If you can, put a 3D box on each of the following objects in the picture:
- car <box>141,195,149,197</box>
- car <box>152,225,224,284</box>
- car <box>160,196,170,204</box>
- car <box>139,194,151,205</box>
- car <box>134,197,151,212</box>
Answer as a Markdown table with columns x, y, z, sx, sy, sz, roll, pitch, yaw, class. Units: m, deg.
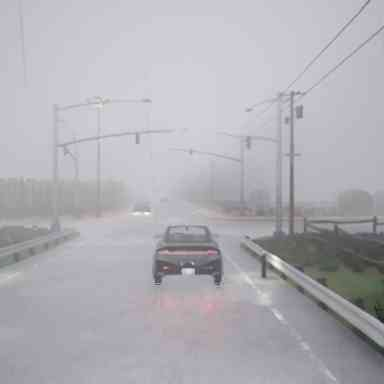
| x | y | z | sx | sy | sz | roll | pitch | yaw | class |
| --- | --- | --- | --- | --- | --- | --- | --- | --- | --- |
| -7.294 | 1.637 | 50.463 | 1.812 | 1.442 | 4.674 | 0 | 1 | -7 | car |
| -0.151 | 1.781 | 10.386 | 2.128 | 1.511 | 4.902 | 0 | -2 | -1 | car |
| -5.333 | 1.485 | 64.540 | 1.812 | 1.442 | 4.674 | 0 | 1 | -7 | car |
| -8.528 | 1.355 | 60.506 | 2.097 | 1.767 | 4.553 | 0 | 1 | -7 | car |
| -6.244 | 1.767 | 41.861 | 1.994 | 1.385 | 4.181 | 0 | 1 | -7 | car |
